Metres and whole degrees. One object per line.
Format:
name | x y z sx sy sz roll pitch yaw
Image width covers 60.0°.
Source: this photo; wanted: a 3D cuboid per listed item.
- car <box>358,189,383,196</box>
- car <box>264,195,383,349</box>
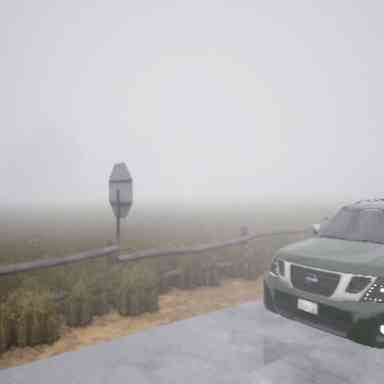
car | 38.999 0.413 72.804 2.242 1.667 4.611 -1 1 -36
car | 3.791 1.179 6.176 5.566 2.045 2.150 -1 0 -36
